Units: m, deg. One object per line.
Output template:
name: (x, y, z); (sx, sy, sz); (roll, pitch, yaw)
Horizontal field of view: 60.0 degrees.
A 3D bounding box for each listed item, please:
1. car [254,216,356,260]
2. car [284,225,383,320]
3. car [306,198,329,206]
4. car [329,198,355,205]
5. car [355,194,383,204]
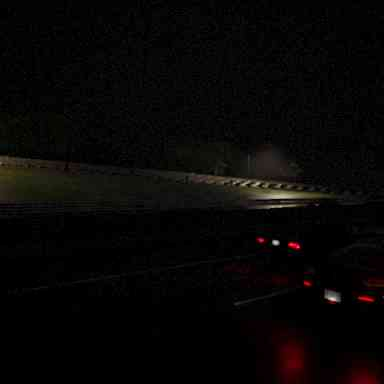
car: (4.471, 1.542, 11.245); (5.357, 1.411, 2.033); (0, 0, -36)
car: (4.184, 1.523, 6.775); (4.674, 1.442, 1.812); (0, 0, -35)
car: (16.190, 1.464, 41.217); (5.008, 1.535, 1.882); (0, 0, -35)
car: (18.247, 1.512, 38.386); (4.674, 1.442, 1.812); (0, 0, -35)
car: (20.220, 1.208, 35.497); (5.566, 2.045, 2.150); (0, 0, -35)
